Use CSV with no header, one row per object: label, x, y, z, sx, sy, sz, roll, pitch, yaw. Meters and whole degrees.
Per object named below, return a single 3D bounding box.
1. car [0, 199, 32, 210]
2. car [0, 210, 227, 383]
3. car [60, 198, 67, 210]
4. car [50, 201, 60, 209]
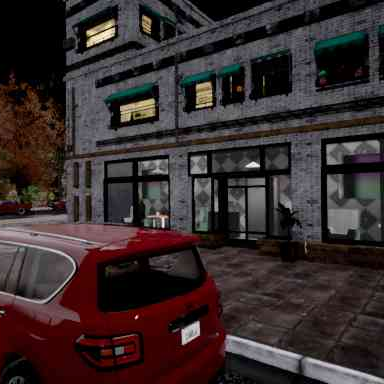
car,-17.558,1.459,30.744,1.895,1.301,4.718,-1,0,37
car,-1.951,1.316,4.303,5.009,1.841,2.192,0,-1,36
car,-12.095,1.117,38.031,2.097,1.767,4.553,-1,0,37
car,-14.786,1.373,39.854,1.994,1.385,4.181,-1,0,37
